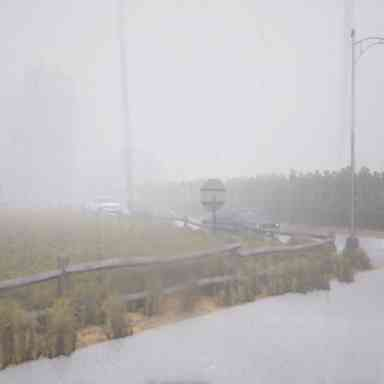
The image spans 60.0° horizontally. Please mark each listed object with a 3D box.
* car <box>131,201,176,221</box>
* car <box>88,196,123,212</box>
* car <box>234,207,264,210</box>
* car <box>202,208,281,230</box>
[{"bbox_3d":[-3.195,1.627,27.019,2.097,1.767,4.553,1,-1,-36],"label":"car"},{"bbox_3d":[-9.329,1.511,35.633,2.150,2.045,5.566,1,0,-35],"label":"car"},{"bbox_3d":[3.572,1.761,23.123,2.128,1.511,4.902,1,-1,-35],"label":"car"},{"bbox_3d":[2.657,1.818,18.850,1.895,1.301,4.718,1,-1,-36],"label":"car"}]
